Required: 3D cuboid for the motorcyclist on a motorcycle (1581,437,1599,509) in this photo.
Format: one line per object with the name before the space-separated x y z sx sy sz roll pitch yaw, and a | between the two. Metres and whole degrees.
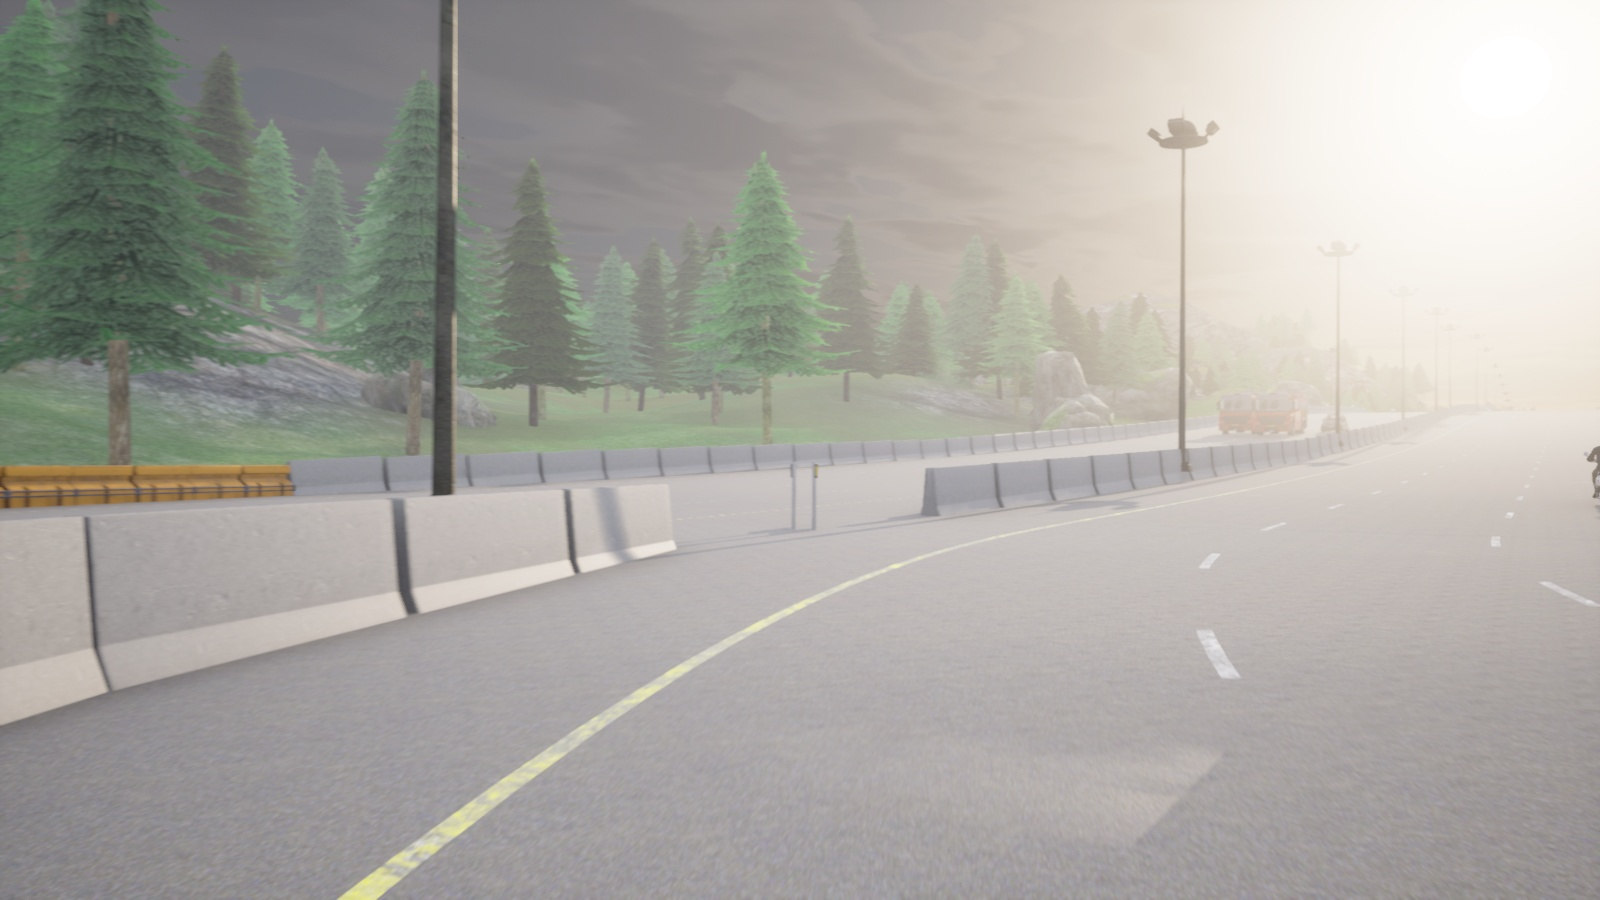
motorcyclist on a motorcycle | 18.183 0.497 28.381 0.866 1.590 1.817 0 1 31
